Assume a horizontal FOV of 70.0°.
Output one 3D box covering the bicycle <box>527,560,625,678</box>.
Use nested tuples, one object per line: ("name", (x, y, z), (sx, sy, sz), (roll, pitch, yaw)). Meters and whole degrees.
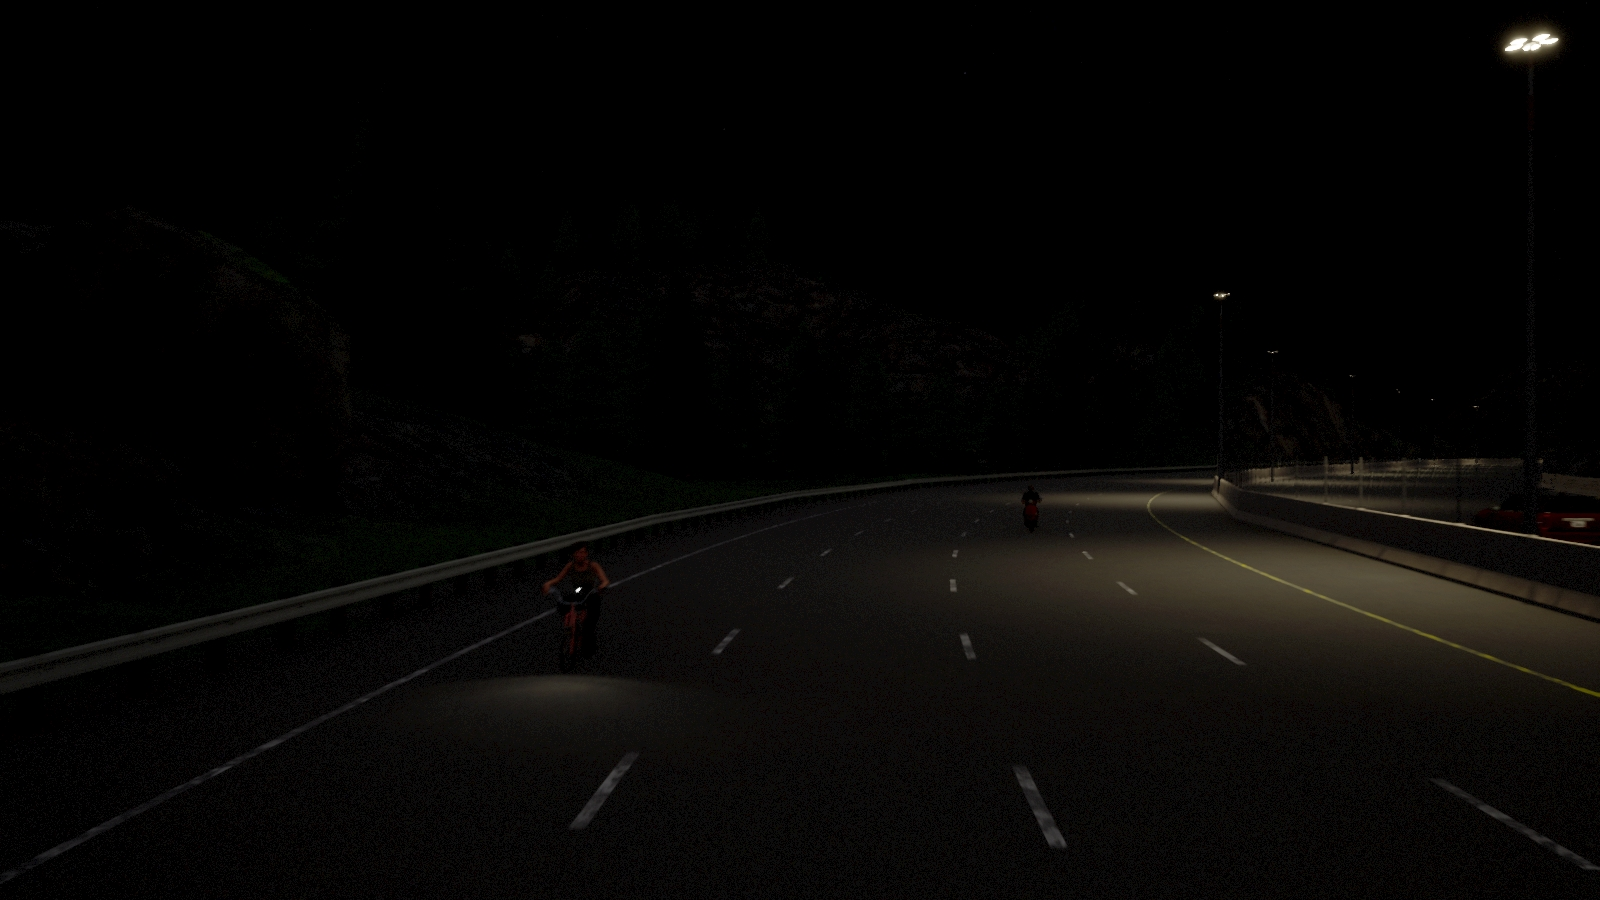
("bicycle", (-2.868, 2.146, 14.784), (0.859, 1.295, 1.487), (0, 0, 5))

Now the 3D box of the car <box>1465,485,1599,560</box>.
("car", (20.447, 1.932, 31.590), (2.097, 1.767, 4.553), (0, 0, 10))

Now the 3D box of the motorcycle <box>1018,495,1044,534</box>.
("motorcycle", (7.936, 2.193, 39.221), (0.856, 1.236, 1.805), (0, 0, 12))
